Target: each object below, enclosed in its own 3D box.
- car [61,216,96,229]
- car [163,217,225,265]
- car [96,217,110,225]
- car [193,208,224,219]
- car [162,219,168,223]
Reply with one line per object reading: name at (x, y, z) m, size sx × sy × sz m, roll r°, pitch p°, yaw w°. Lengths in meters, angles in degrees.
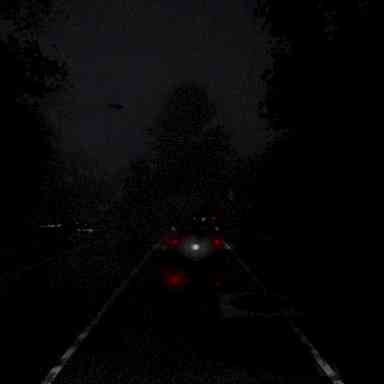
car at (-13.811, 3.621, 39.541) m, size 4.892 × 1.490 × 1.837 m, roll -5°, pitch -6°, yaw 45°
car at (0.135, 1.834, 12.692) m, size 1.994 × 1.385 × 4.181 m, roll 0°, pitch -2°, yaw 1°
car at (-17.176, 5.269, 60.550) m, size 1.882 × 1.535 × 5.008 m, roll -3°, pitch -5°, yaw 33°
car at (1.410, 2.398, 27.949) m, size 2.150 × 2.045 × 5.566 m, roll -1°, pitch -5°, yaw 11°
car at (-4.062, 5.946, 68.454) m, size 4.718 × 1.301 × 1.895 m, roll 1°, pitch -5°, yaw -5°
